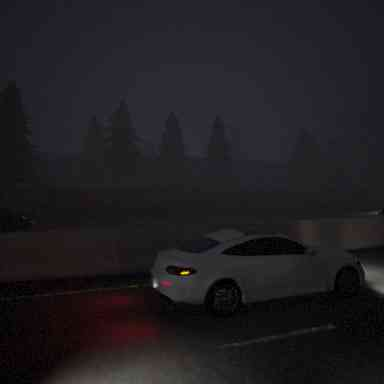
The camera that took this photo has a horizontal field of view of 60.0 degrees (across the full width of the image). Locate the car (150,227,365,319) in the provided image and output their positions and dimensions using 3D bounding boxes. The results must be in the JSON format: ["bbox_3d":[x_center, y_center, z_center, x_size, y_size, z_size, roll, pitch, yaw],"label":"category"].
[{"bbox_3d":[1.451,1.502,7.118,4.674,1.442,1.812,0,0,-21],"label":"car"}]
